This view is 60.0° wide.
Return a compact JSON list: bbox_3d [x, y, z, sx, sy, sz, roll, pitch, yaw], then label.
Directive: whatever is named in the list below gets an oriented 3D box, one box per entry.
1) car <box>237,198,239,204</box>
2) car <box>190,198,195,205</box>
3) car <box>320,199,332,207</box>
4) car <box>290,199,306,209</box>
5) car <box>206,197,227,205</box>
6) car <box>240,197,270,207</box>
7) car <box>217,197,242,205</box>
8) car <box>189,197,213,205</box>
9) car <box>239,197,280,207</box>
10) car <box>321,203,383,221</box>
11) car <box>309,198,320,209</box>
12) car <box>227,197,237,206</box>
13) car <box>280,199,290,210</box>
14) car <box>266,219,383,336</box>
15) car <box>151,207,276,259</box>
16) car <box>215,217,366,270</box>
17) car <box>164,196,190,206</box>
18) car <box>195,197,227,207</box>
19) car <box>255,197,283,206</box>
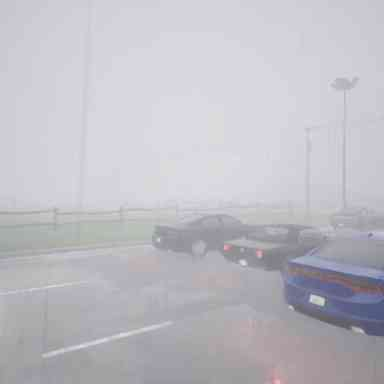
[{"bbox_3d":[7.745,1.722,56.564,1.837,1.490,4.892,0,0,-36],"label":"car"},{"bbox_3d":[-1.401,1.798,63.210,1.895,1.301,4.718,0,0,-36],"label":"car"},{"bbox_3d":[19.741,1.761,52.009,1.837,1.490,4.892,0,0,-36],"label":"car"},{"bbox_3d":[13.705,1.709,48.399,2.128,1.511,4.902,0,0,-36],"label":"car"},{"bbox_3d":[4.800,1.801,66.650,1.994,1.385,4.181,0,0,-36],"label":"car"},{"bbox_3d":[10.954,1.727,58.118,2.128,1.511,4.902,0,0,-36],"label":"car"},{"bbox_3d":[7.685,1.801,68.655,2.033,1.411,5.357,0,0,-36],"label":"car"},{"bbox_3d":[1.704,1.695,64.907,1.882,1.535,5.008,0,0,-36],"label":"car"},{"bbox_3d":[8.733,1.704,43.342,1.812,1.442,4.674,0,0,-36],"label":"car"},{"bbox_3d":[10.146,1.600,19.709,4.902,1.511,2.128,0,0,-37],"label":"car"},{"bbox_3d":[16.475,1.762,50.559,1.812,1.442,4.674,0,0,-36],"label":"car"},{"bbox_3d":[4.660,1.702,54.851,1.837,1.490,4.892,0,0,-36],"label":"car"},{"bbox_3d":[10.758,1.799,46.497,1.895,1.301,4.718,0,0,-36],"label":"car"},{"bbox_3d":[3.941,1.516,6.560,5.008,1.535,1.882,0,0,-36],"label":"car"},{"bbox_3d":[0.852,1.523,12.957,5.008,1.535,1.882,0,0,-36],"label":"car"},{"bbox_3d":[3.214,1.648,10.342,4.718,1.301,1.895,0,0,-35],"label":"car"},{"bbox_3d":[-3.063,1.530,59.507,2.097,1.767,4.553,0,0,-36],"label":"car"},{"bbox_3d":[2.838,1.742,51.405,1.994,1.385,4.181,0,0,-36],"label":"car"},{"bbox_3d":[13.854,1.747,60.097,2.128,1.511,4.902,0,0,-36],"label":"car"}]
